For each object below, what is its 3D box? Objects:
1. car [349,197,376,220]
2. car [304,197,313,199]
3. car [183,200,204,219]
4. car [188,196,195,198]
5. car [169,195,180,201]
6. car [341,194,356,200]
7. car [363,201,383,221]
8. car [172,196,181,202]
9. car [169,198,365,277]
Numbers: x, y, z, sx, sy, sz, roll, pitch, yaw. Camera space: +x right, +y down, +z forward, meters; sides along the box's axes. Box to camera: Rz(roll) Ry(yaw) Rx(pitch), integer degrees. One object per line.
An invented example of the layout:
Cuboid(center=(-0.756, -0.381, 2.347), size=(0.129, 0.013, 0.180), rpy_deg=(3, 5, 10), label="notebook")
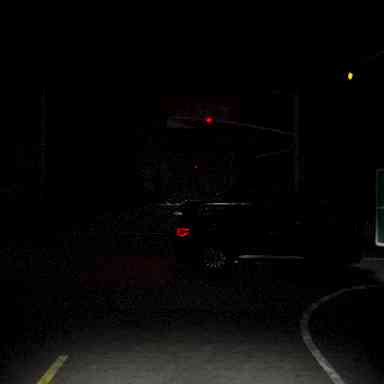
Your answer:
Cuboid(center=(14.298, 1.540, 24.971), size=(3.866, 1.878, 1.905), rpy_deg=(0, 0, 0), label="car")
Cuboid(center=(22.320, 1.644, 64.061), size=(1.970, 1.475, 3.806), rpy_deg=(0, 0, 0), label="car")
Cuboid(center=(0.089, 1.639, 31.689), size=(1.837, 1.490, 4.892), rpy_deg=(2, 0, -1), label="car")
Cuboid(center=(-0.178, 1.676, 86.307), size=(1.994, 1.385, 4.181), rpy_deg=(0, 0, 0), label="car")
Cuboid(center=(-3.650, 1.450, 68.561), size=(2.097, 1.767, 4.553), rpy_deg=(0, 0, 0), label="car")
Cuboid(center=(34.701, 1.592, 71.888), size=(2.007, 1.523, 4.514), rpy_deg=(0, 0, 0), label="car")
Cuboid(center=(18.608, 1.716, 30.653), size=(4.611, 1.667, 2.242), rpy_deg=(0, 0, 0), label="car")
Cuboid(center=(-3.663, 1.653, 78.884), size=(2.033, 1.411, 5.357), rpy_deg=(0, 0, 0), label="car")
Cuboid(center=(2.181, 1.356, 10.411), size=(5.566, 2.045, 2.150), rpy_deg=(1, 0, 0), label="car")
